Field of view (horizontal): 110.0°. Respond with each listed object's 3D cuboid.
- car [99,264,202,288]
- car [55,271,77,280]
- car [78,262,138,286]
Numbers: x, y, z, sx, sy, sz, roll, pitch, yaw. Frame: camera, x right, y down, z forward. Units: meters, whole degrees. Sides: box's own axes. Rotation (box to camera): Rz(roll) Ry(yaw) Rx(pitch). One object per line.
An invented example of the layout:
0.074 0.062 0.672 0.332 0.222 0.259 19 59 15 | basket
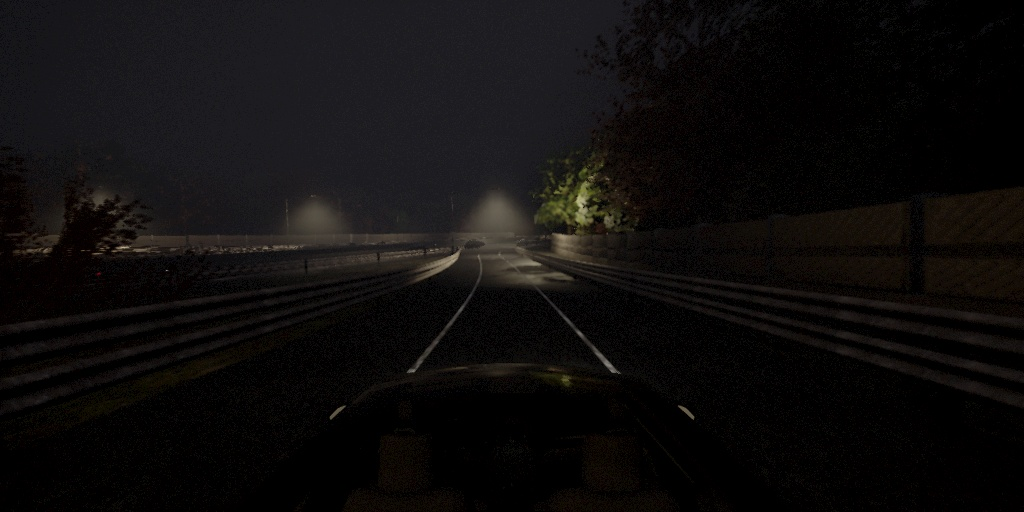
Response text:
-26.919 1.510 27.375 2.033 1.411 5.357 1 4 19 | car
-33.586 1.459 29.522 1.895 1.301 4.718 1 4 19 | car
-30.265 1.265 28.395 2.097 1.767 4.553 1 4 19 | car
